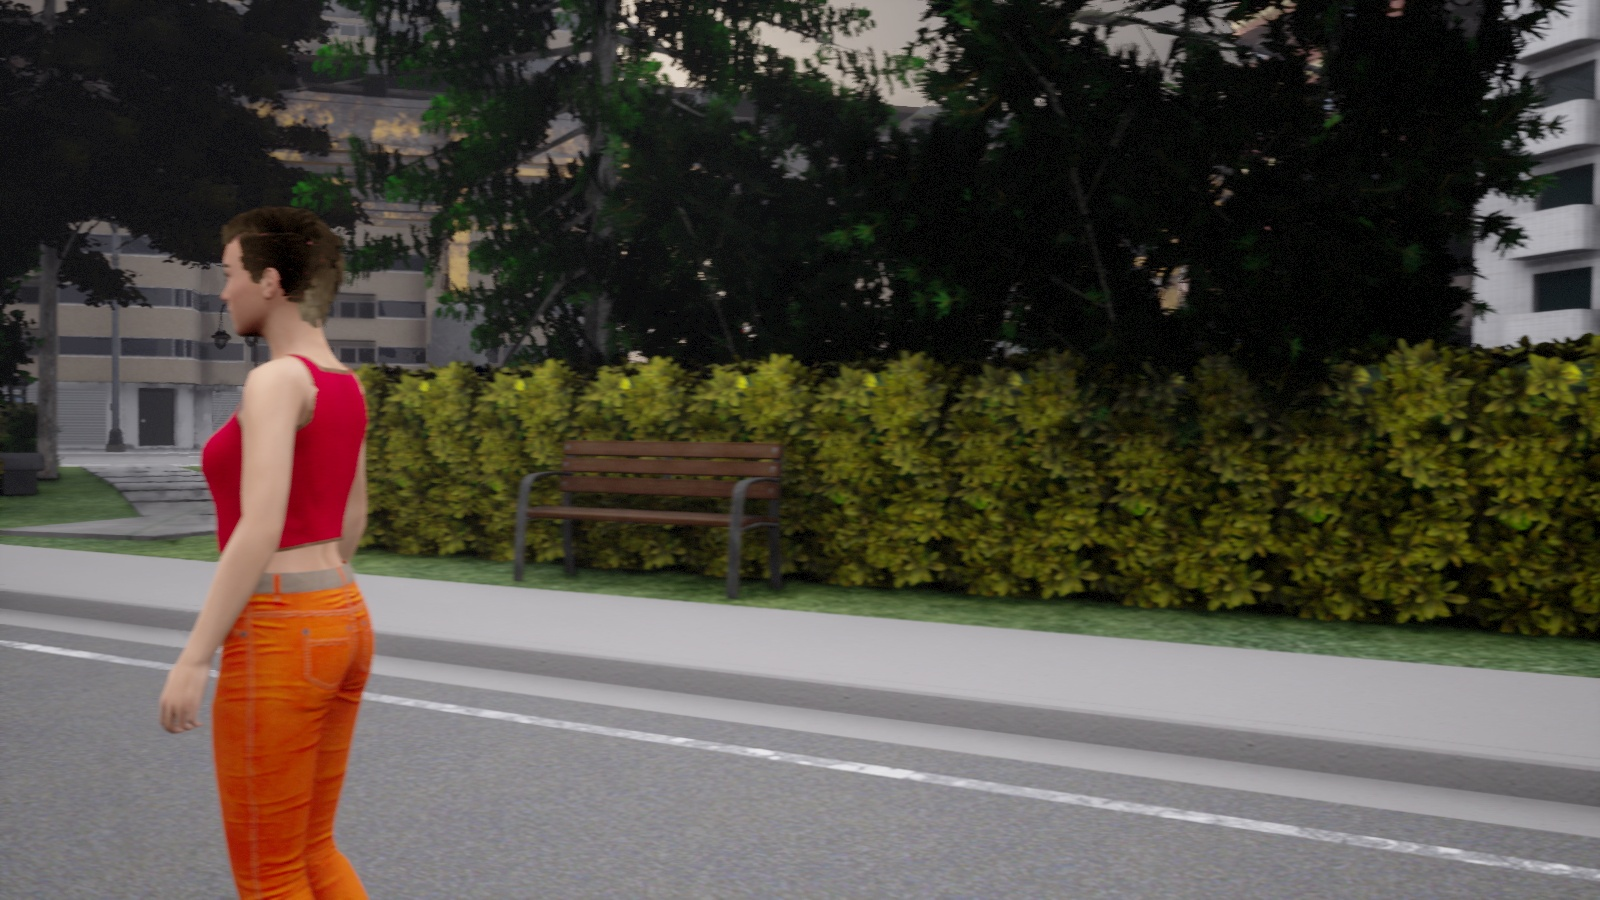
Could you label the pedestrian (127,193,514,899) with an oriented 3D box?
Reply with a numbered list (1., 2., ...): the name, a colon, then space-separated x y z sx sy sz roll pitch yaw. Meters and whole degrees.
1. pedestrian: -0.914 0.458 2.467 0.594 1.836 0.345 -1 1 5
